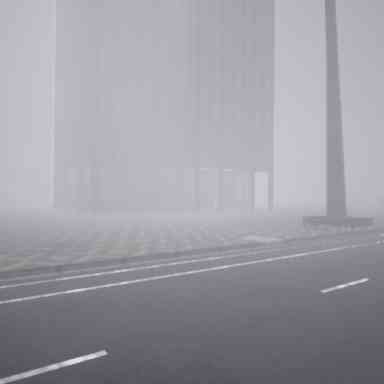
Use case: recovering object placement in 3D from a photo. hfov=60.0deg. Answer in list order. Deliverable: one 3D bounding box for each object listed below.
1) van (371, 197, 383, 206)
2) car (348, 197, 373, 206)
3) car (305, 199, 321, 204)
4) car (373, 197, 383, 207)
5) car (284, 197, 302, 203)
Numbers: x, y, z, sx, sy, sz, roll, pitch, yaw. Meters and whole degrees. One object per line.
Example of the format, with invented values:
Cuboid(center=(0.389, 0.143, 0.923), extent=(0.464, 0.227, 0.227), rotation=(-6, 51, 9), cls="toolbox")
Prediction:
Cuboid(center=(41.152, 2.089, 71.847), extent=(1.690, 1.788, 3.998), rotation=(1, -1, -36), cls="van")
Cuboid(center=(34.214, 2.218, 66.890), extent=(1.802, 1.307, 4.206), rotation=(1, -1, -36), cls="car")
Cuboid(center=(31.251, 2.326, 85.705), extent=(1.802, 1.307, 4.206), rotation=(1, -1, -36), cls="car")
Cuboid(center=(37.517, 1.955, 62.271), extent=(2.192, 1.841, 5.009), rotation=(1, -1, -36), cls="car")
Cuboid(center=(27.951, 2.326, 90.325), extent=(1.802, 1.307, 4.206), rotation=(1, -1, -36), cls="car")
